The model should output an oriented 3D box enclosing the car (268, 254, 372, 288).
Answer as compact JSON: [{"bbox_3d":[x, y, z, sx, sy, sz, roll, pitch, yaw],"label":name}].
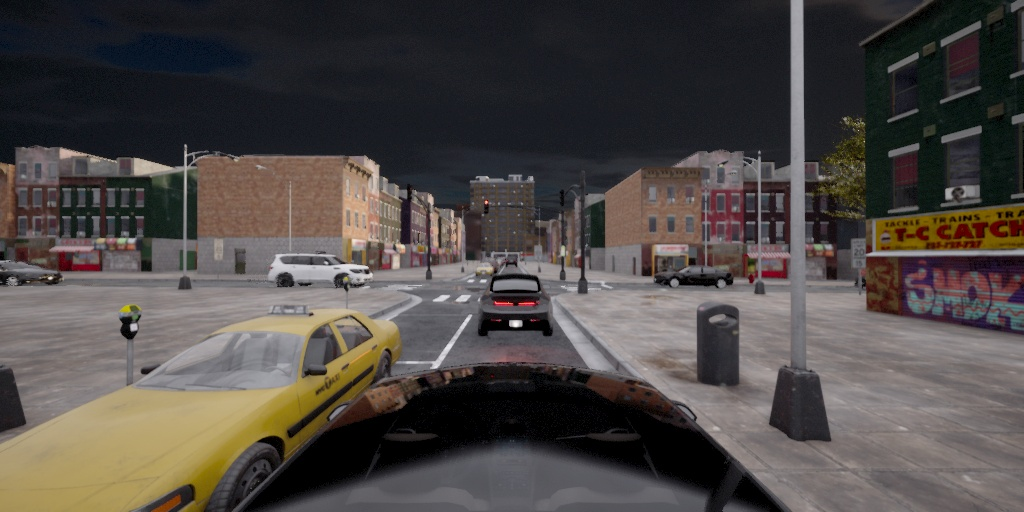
[{"bbox_3d":[-11.284,0.892,21.262,5.566,2.045,2.150,0,0,0],"label":"car"}]

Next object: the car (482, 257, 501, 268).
[{"bbox_3d":[-2.693,1.081,41.568,2.192,1.841,5.009,0,0,0],"label":"car"}]

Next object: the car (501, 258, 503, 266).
[{"bbox_3d":[-2.708,1.332,52.456,2.007,1.370,4.403,0,0,0],"label":"car"}]

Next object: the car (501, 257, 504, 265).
[{"bbox_3d":[-2.723,1.328,63.173,1.751,1.417,4.829,0,0,0],"label":"car"}]

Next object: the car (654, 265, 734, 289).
[{"bbox_3d":[12.255,1.382,24.366,5.008,1.535,1.882,1,0,0],"label":"car"}]

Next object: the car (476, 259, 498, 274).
[{"bbox_3d":[-2.685,1.285,35.955,1.751,1.417,4.829,0,0,0],"label":"car"}]

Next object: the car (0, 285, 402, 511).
[{"bbox_3d":[-2.641,1.274,3.998,1.751,1.417,4.829,0,0,0],"label":"car"}]

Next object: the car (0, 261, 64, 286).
[{"bbox_3d":[-29.652,1.051,21.146,4.892,1.490,1.837,0,0,0],"label":"car"}]

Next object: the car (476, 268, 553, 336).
[{"bbox_3d":[0.084,1.253,10.381,1.837,1.490,4.892,0,0,0],"label":"car"}]

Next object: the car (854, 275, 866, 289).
[{"bbox_3d":[26.308,1.605,24.455,5.008,1.535,1.882,1,0,-1],"label":"car"}]
